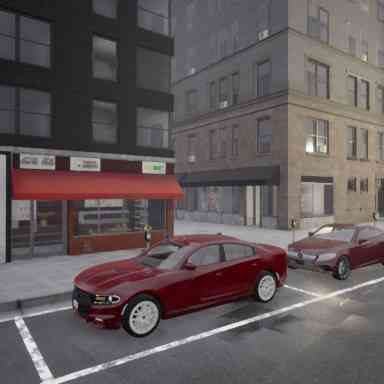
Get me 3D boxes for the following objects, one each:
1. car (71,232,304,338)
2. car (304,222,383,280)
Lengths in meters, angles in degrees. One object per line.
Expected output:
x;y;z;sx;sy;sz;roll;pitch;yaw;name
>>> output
-0.029;1.545;6.617;4.507;1.381;1.887;0;0;-35;car
4.497;1.577;9.832;4.206;1.307;1.802;0;0;-35;car
